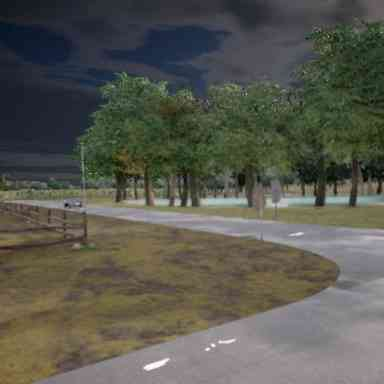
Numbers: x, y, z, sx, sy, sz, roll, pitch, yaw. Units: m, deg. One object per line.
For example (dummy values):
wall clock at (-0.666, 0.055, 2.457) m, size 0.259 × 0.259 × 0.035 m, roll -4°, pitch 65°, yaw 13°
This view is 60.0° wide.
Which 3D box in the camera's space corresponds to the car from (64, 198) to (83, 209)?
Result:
car at (-18.067, 1.685, 50.405) m, size 2.128 × 1.511 × 4.902 m, roll -3°, pitch 1°, yaw -35°
